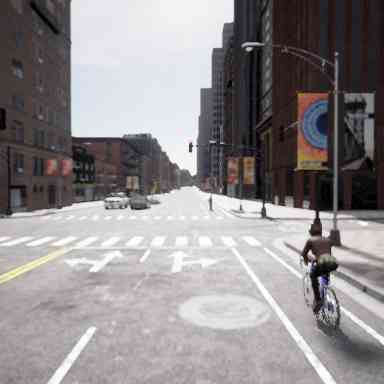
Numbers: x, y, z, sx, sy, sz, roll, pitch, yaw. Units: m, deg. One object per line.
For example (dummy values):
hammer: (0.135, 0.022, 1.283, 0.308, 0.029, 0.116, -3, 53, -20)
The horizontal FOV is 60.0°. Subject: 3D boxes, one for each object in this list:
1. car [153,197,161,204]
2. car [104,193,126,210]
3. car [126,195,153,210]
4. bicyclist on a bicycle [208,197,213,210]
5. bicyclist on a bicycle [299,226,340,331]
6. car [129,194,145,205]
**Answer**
car: (-6.565, 1.537, 58.324, 1.895, 1.301, 4.718, 0, 0, 0)
car: (-9.851, 1.175, 43.536, 2.150, 2.045, 5.566, 0, 0, 1)
car: (-6.595, 1.306, 42.596, 2.097, 1.767, 4.553, 0, 0, 0)
bicyclist on a bicycle: (2.253, 1.408, 39.981, 0.582, 1.620, 1.656, 0, 0, 0)
bicyclist on a bicycle: (2.257, 1.442, 5.924, 0.582, 1.620, 1.656, 0, 0, 0)
car: (-9.808, 1.287, 59.417, 2.097, 1.767, 4.553, 0, 0, 1)
